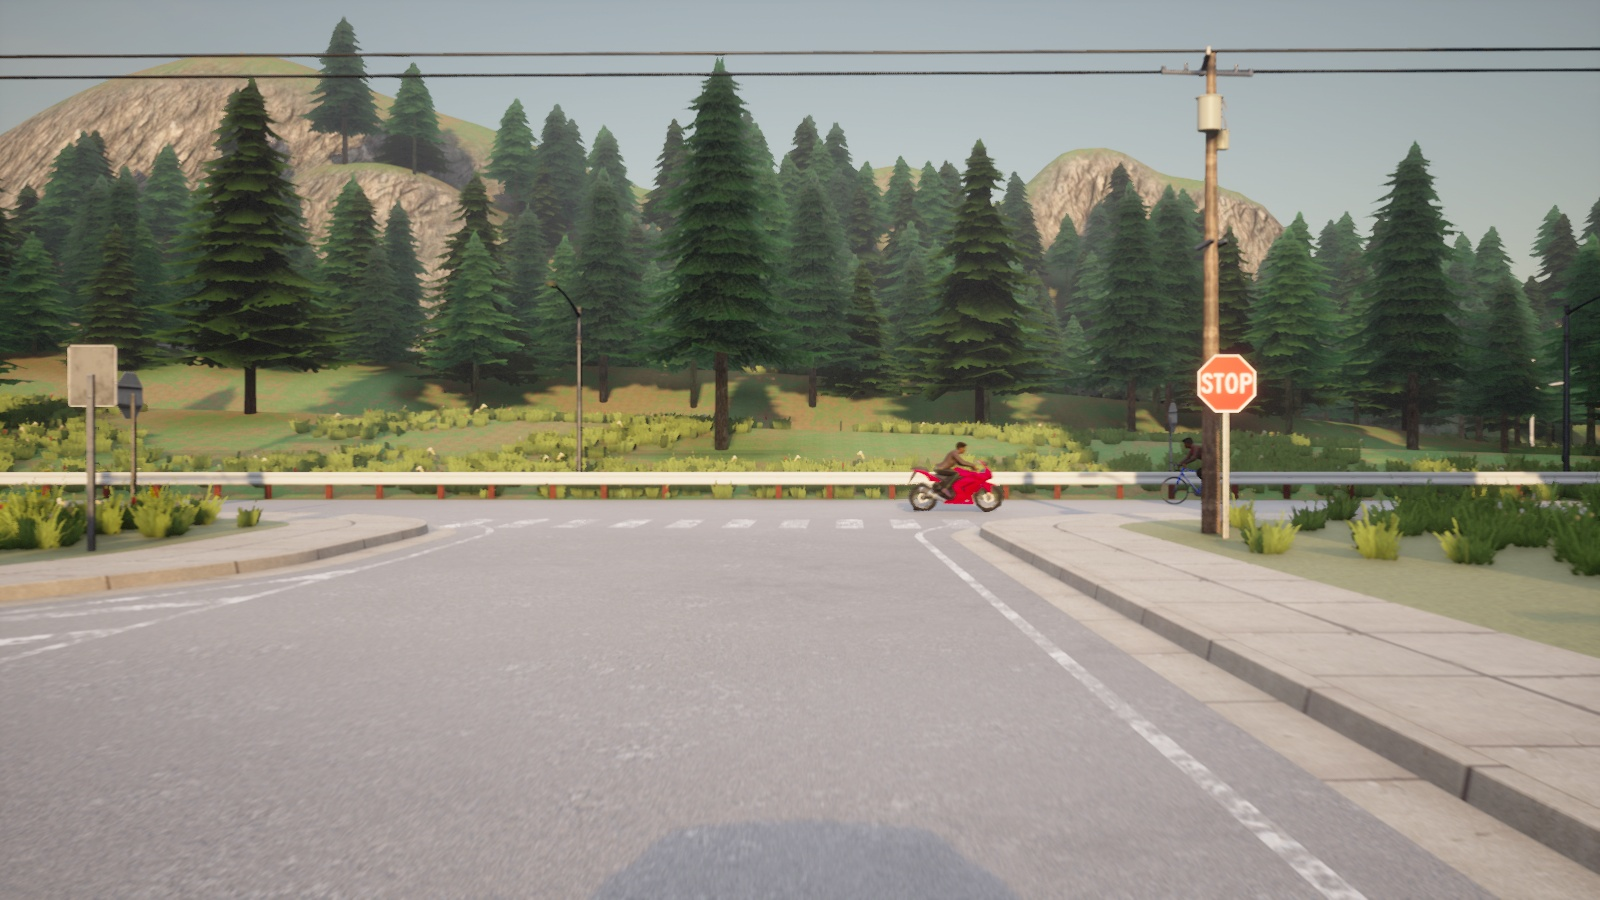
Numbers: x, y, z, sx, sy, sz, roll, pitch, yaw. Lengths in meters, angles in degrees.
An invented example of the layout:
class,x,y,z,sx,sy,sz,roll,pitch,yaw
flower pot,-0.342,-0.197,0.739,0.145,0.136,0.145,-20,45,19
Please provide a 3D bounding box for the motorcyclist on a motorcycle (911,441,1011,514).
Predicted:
class,x,y,z,sx,sy,sz,roll,pitch,yaw
motorcyclist on a motorcycle,3.408,0.580,26.772,2.044,1.523,0.797,0,0,1

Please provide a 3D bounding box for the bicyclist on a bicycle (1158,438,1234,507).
class,x,y,z,sx,sy,sz,roll,pitch,yaw
bicyclist on a bicycle,9.494,0.537,30.130,1.656,1.620,0.582,0,0,1
